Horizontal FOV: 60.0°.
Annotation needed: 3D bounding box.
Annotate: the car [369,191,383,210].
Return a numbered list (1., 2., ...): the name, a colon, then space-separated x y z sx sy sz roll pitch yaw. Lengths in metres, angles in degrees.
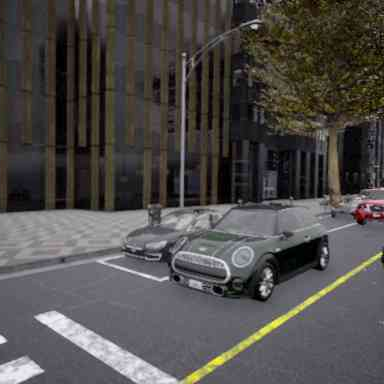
1. car: 18.110 0.752 30.874 1.967 1.590 4.097 3 2 41

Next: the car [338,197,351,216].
1. car: 10.844 1.033 22.585 1.802 1.307 4.206 3 2 41

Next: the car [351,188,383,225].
1. car: 11.153 0.798 18.878 2.150 2.045 5.566 3 3 41

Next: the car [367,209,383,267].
1. car: 6.564 1.314 8.951 2.128 1.511 4.902 3 3 41

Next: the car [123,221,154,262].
1. car: -0.052 1.213 10.143 2.008 1.369 4.403 3 2 41

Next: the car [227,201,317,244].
1. car: 3.580 1.157 14.291 1.947 1.339 4.313 3 2 41

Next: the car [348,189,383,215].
1. car: 14.480 0.696 26.723 2.192 1.841 5.009 3 2 41

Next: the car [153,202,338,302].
1. car: 1.553 1.116 7.924 2.097 1.767 4.553 3 2 41
